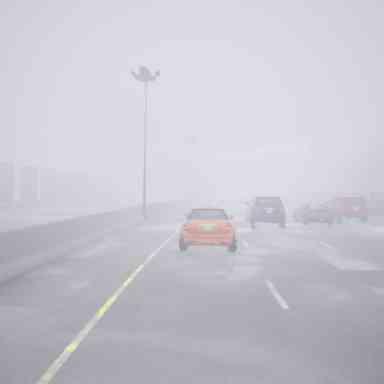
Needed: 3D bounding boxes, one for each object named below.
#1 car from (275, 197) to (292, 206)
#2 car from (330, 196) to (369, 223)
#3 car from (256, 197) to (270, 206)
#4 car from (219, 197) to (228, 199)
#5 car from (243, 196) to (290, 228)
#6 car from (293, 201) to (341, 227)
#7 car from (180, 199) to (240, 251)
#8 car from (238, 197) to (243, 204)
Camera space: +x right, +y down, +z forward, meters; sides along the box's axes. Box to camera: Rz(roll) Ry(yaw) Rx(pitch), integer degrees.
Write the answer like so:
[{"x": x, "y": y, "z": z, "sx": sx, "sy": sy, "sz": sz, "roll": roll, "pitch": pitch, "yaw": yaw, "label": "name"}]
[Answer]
[{"x": 16.259, "y": 1.647, "z": 59.446, "sx": 2.128, "sy": 1.511, "sz": 4.902, "roll": 1, "pitch": 0, "yaw": 7, "label": "car"}, {"x": 12.394, "y": 1.340, "z": 27.150, "sx": 2.150, "sy": 2.045, "sz": 5.566, "roll": 0, "pitch": 0, "yaw": 6, "label": "car"}, {"x": 12.822, "y": 1.687, "z": 60.196, "sx": 1.994, "sy": 1.385, "sz": 4.181, "roll": 1, "pitch": 0, "yaw": 7, "label": "car"}, {"x": 5.885, "y": 1.583, "z": 61.114, "sx": 1.812, "sy": 1.442, "sz": 4.674, "roll": 1, "pitch": 0, "yaw": 7, "label": "car"}, {"x": 4.917, "y": 1.269, "z": 22.682, "sx": 2.150, "sy": 2.045, "sz": 5.566, "roll": 0, "pitch": 0, "yaw": 6, "label": "car"}, {"x": 8.565, "y": 1.573, "z": 23.831, "sx": 2.128, "sy": 1.511, "sz": 4.902, "roll": 1, "pitch": 0, "yaw": 5, "label": "car"}, {"x": 0.735, "y": 1.359, "z": 14.307, "sx": 2.097, "sy": 1.767, "sz": 4.553, "roll": 1, "pitch": 0, "yaw": 4, "label": "car"}, {"x": 9.363, "y": 1.595, "z": 60.721, "sx": 1.837, "sy": 1.490, "sz": 4.892, "roll": 1, "pitch": 0, "yaw": 7, "label": "car"}]
